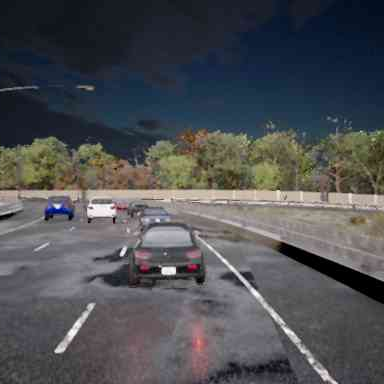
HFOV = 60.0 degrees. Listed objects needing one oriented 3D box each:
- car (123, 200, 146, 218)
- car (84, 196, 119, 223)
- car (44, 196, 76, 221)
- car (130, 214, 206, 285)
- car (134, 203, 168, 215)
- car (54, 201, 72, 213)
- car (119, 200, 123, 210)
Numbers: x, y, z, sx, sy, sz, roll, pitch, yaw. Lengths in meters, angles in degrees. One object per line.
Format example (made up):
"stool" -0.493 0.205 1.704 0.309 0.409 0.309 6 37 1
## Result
"car" -5.329 1.662 32.638 1.837 1.490 4.892 0 -2 -18
"car" -7.466 1.365 27.577 2.150 2.045 5.566 0 0 -15
"car" -11.512 1.367 29.166 2.150 2.045 5.566 0 -1 -17
"car" -0.715 1.573 9.546 1.812 1.442 4.674 0 0 -5
"car" -2.417 1.651 21.070 2.033 1.411 5.357 0 0 -11
"car" -16.148 1.820 41.561 1.895 1.301 4.718 0 0 -23
"car" -9.358 1.783 43.411 1.994 1.385 4.181 0 0 -23
